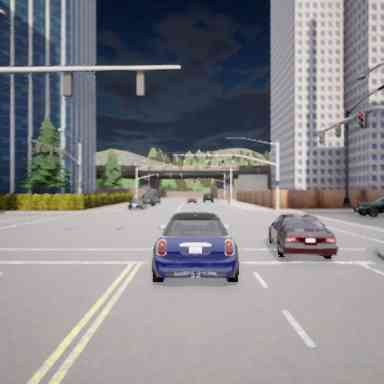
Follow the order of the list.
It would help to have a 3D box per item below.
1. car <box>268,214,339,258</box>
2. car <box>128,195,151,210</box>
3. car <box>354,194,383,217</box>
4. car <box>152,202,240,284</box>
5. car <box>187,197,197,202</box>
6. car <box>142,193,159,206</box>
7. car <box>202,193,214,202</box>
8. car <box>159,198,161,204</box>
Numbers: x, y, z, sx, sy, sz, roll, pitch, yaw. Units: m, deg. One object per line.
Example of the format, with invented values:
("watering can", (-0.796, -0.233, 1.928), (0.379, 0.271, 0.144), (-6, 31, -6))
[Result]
("car", (4.055, 1.550, 12.798), (2.033, 1.411, 5.357), (0, 0, 9))
("car", (-7.100, 1.498, 43.547), (2.128, 1.511, 4.902), (0, 0, 0))
("car", (17.840, 1.227, 30.374), (5.566, 2.045, 2.150), (0, 0, 0))
("car", (0.088, 1.354, 9.763), (2.097, 1.767, 4.553), (0, 0, 0))
("car", (0.010, 1.612, 66.013), (1.895, 1.301, 4.718), (0, 0, 0))
("car", (-7.078, 1.230, 53.415), (2.150, 2.045, 5.566), (0, 0, 0))
("car", (3.493, 1.215, 71.494), (2.150, 2.045, 5.566), (0, 0, 0))
("car", (-7.007, 1.575, 63.280), (1.994, 1.385, 4.181), (0, 0, 0))
